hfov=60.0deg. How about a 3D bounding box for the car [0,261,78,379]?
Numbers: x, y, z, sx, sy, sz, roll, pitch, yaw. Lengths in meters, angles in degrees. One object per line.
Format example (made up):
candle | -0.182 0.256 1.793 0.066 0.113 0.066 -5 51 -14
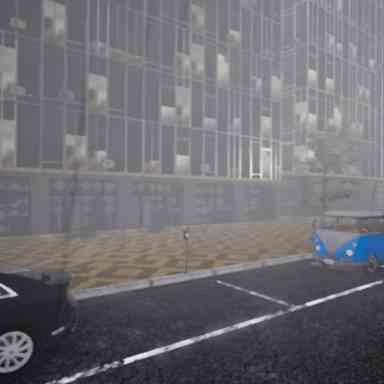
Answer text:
car | -3.658 1.555 3.929 4.403 1.369 2.008 1 -1 -36

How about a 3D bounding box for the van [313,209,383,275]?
van | 5.562 1.455 10.612 3.998 1.788 1.690 1 0 -36
